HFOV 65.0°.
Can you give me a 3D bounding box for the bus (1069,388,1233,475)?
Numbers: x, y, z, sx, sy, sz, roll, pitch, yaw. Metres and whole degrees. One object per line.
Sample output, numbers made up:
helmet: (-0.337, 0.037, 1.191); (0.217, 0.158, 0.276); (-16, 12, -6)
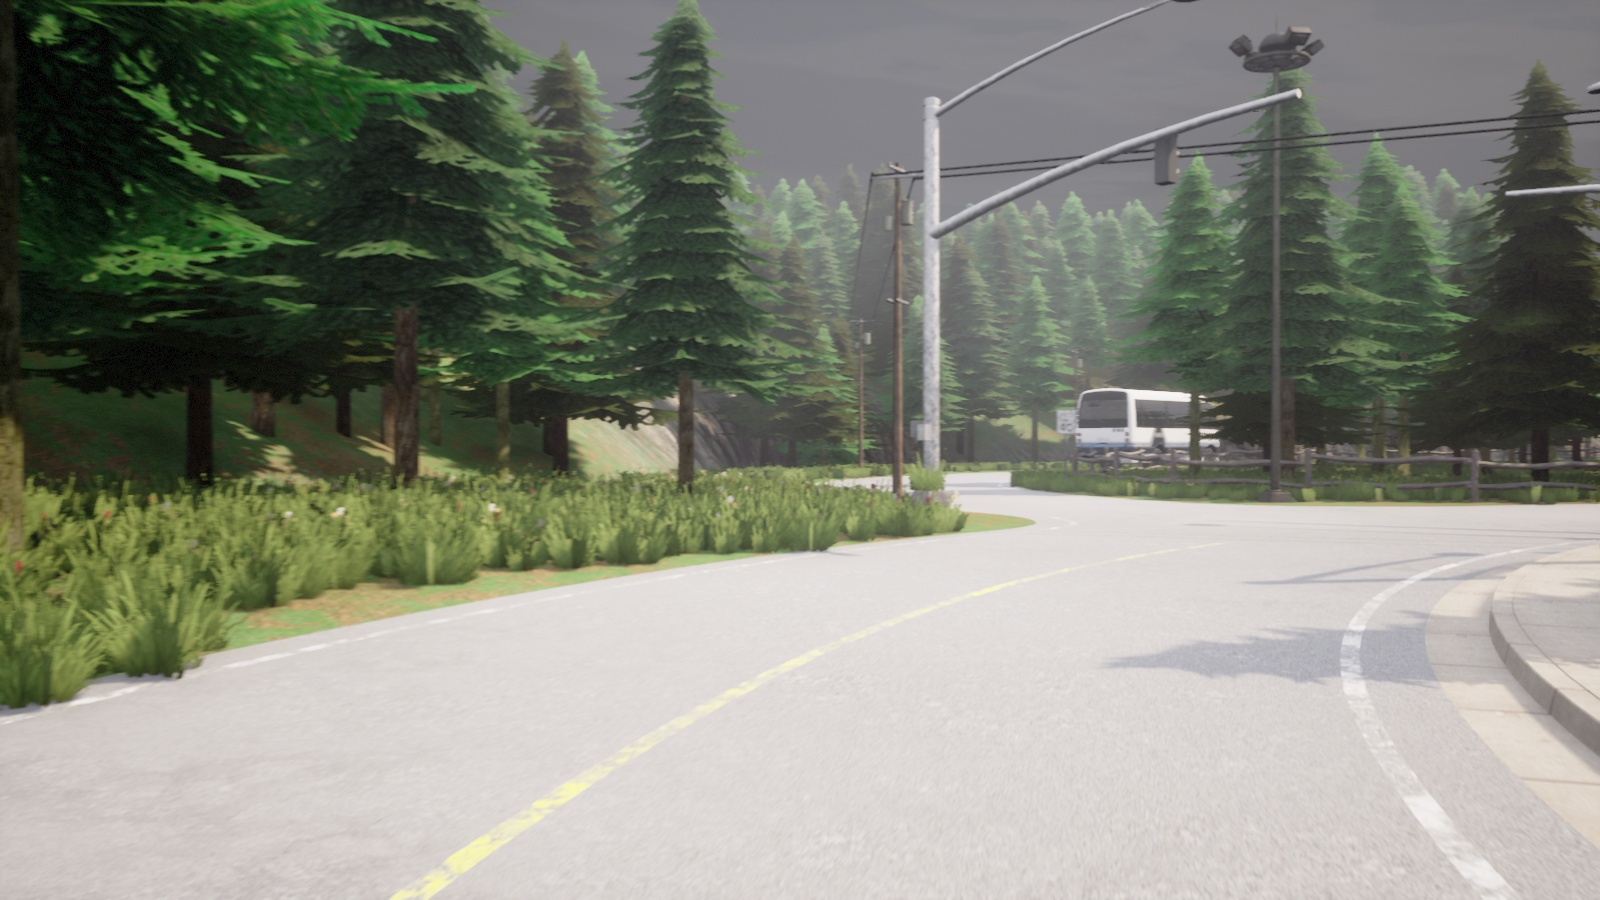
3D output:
bus: (18.759, -0.937, 66.524); (3.944, 4.253, 10.273); (0, 0, 44)
